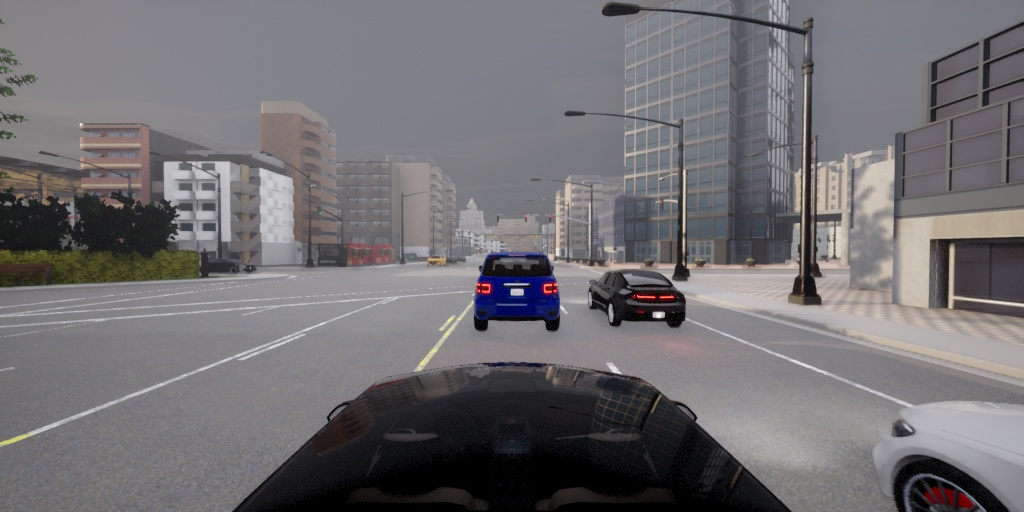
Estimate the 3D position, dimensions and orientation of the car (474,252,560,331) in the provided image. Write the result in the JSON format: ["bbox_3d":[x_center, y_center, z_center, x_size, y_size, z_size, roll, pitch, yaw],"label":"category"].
[{"bbox_3d":[0.134,0.885,10.846,2.150,2.045,5.566,0,1,0],"label":"car"}]

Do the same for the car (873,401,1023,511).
[{"bbox_3d":[3.591,1.277,0.659,1.812,1.442,4.674,0,0,0],"label":"car"}]

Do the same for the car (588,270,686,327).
[{"bbox_3d":[3.646,1.166,11.210,1.837,1.490,4.892,0,1,1],"label":"car"}]

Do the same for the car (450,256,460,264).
[{"bbox_3d":[-10.299,0.703,58.874,1.895,1.301,4.718,0,0,1],"label":"car"}]

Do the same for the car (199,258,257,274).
[{"bbox_3d":[-25.497,0.906,32.246,4.181,1.385,1.994,0,1,1],"label":"car"}]

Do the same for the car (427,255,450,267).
[{"bbox_3d":[-10.348,0.630,49.441,1.882,1.535,5.008,0,0,1],"label":"car"}]
